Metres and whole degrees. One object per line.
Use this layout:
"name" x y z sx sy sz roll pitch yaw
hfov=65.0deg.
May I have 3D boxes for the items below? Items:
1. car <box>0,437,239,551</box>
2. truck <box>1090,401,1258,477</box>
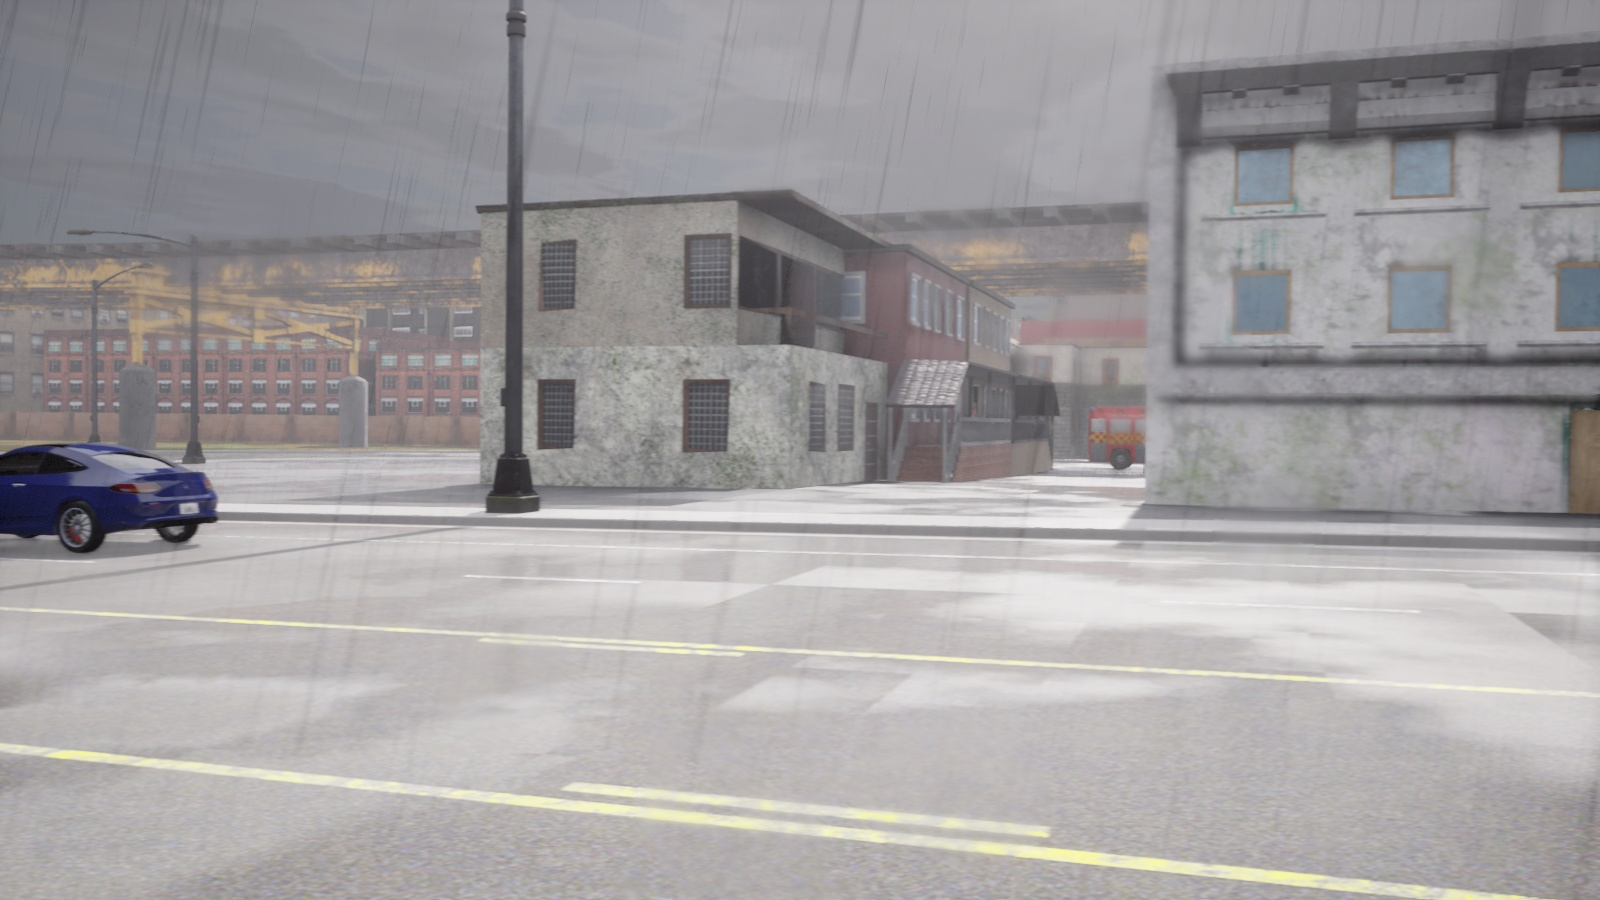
"car" -10.514 0.552 17.810 4.674 1.442 1.812 0 1 19
"truck" 20.204 -0.657 68.031 8.468 3.827 2.891 1 1 19
